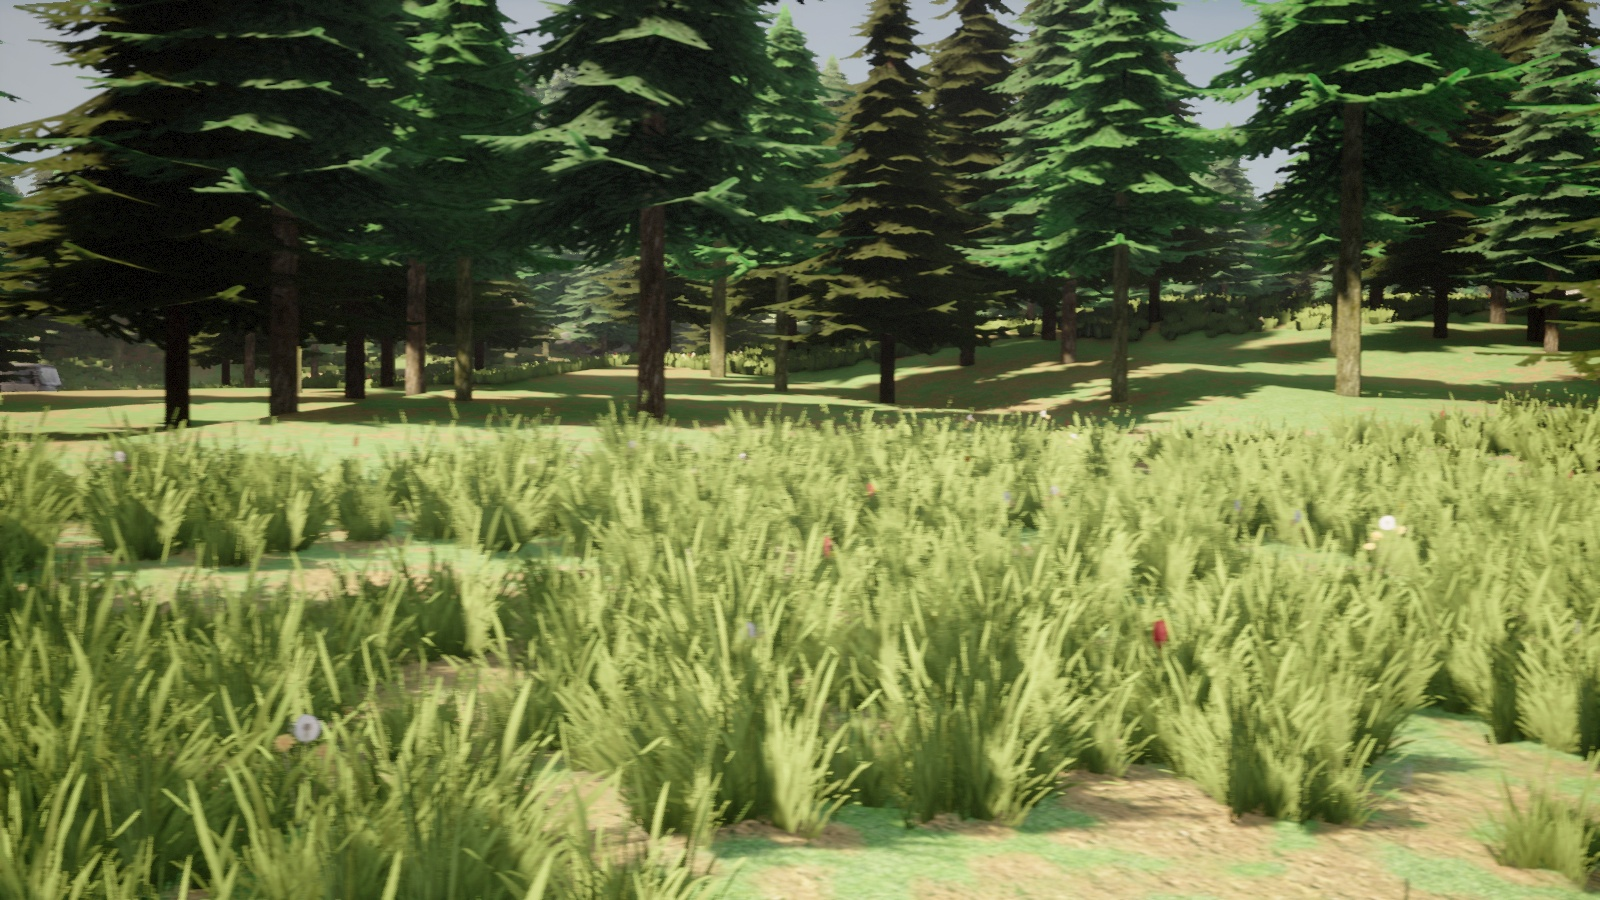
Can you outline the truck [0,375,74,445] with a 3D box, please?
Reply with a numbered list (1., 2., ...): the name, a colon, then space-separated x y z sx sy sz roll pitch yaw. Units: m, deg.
1. truck: -44.736 -1.954 68.604 7.936 3.462 2.891 -6 2 -12
